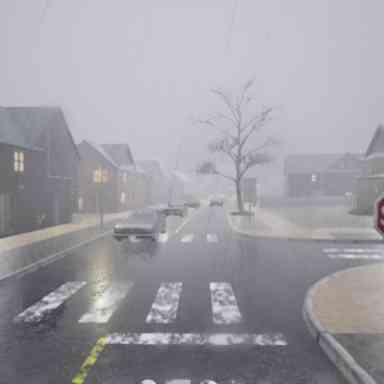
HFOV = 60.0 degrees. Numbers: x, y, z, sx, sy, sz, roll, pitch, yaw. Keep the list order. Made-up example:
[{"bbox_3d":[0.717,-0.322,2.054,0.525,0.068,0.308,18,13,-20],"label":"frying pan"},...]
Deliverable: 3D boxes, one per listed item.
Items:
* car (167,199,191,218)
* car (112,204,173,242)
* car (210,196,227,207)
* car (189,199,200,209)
[{"bbox_3d":[-1.515,1.569,29.756,1.895,1.301,4.718,0,0,5],"label":"car"},{"bbox_3d":[-2.387,1.529,16.648,2.033,1.411,5.357,0,0,3],"label":"car"},{"bbox_3d":[3.783,1.554,50.190,1.895,1.301,4.718,0,0,8],"label":"car"},{"bbox_3d":[-0.064,1.555,43.432,1.895,1.301,4.718,0,0,7],"label":"car"}]
